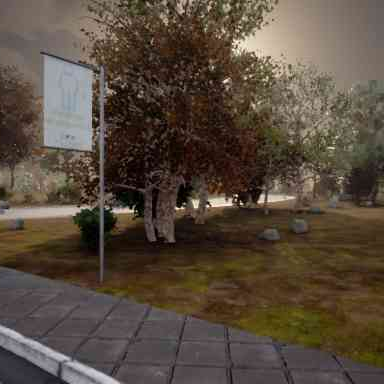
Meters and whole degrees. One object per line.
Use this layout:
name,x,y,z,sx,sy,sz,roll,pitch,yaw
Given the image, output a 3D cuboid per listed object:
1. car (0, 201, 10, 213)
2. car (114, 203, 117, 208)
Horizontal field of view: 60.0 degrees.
car,-21.333,1.491,34.028,2.128,1.511,4.902,0,0,39
car,-10.376,1.464,47.977,1.837,1.490,4.892,0,0,37
